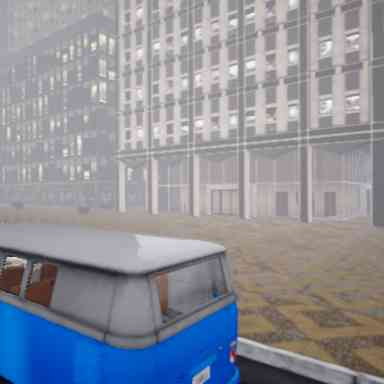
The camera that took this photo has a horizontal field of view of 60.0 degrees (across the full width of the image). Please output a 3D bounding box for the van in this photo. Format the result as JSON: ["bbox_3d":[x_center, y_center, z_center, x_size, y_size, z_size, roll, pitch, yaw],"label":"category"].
[{"bbox_3d":[-1.426,1.331,3.904,3.998,1.788,1.690,0,0,36],"label":"van"}]
